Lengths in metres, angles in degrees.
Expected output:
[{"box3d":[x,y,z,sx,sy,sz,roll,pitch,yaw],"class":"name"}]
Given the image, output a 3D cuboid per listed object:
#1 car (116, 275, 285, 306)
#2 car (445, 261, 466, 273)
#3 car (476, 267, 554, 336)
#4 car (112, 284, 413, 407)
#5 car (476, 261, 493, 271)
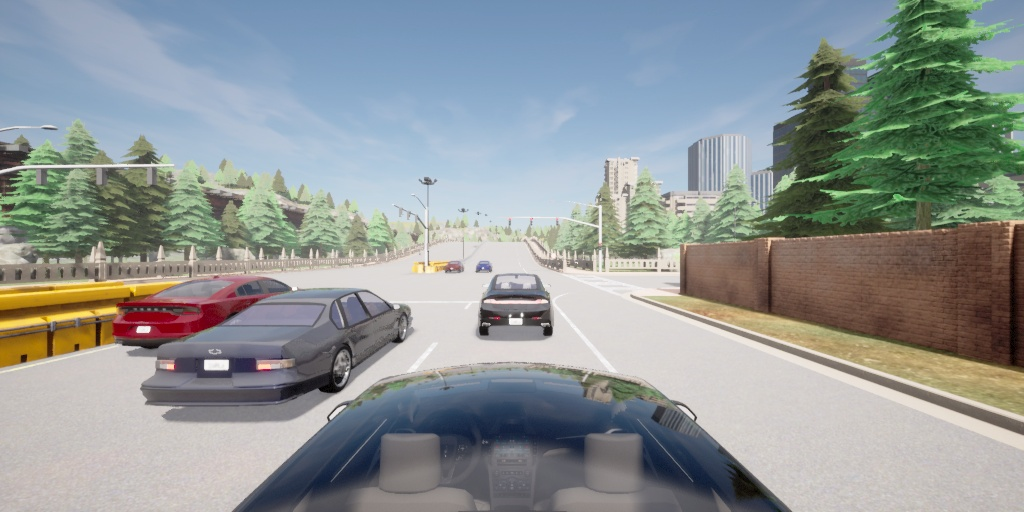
[{"box3d":[-6.901,1.228,9.192,1.882,1.535,5.008,0,0,0],"class":"car"},{"box3d":[-6.905,1.276,43.552,1.812,1.442,4.674,0,0,0],"class":"car"},{"box3d":[0.127,1.242,10.377,2.128,1.511,4.902,0,0,1],"class":"car"},{"box3d":[-3.400,1.297,6.630,2.033,1.411,5.357,0,0,0],"class":"car"},{"box3d":[-3.409,1.276,44.582,1.812,1.442,4.674,0,0,0],"class":"car"}]
